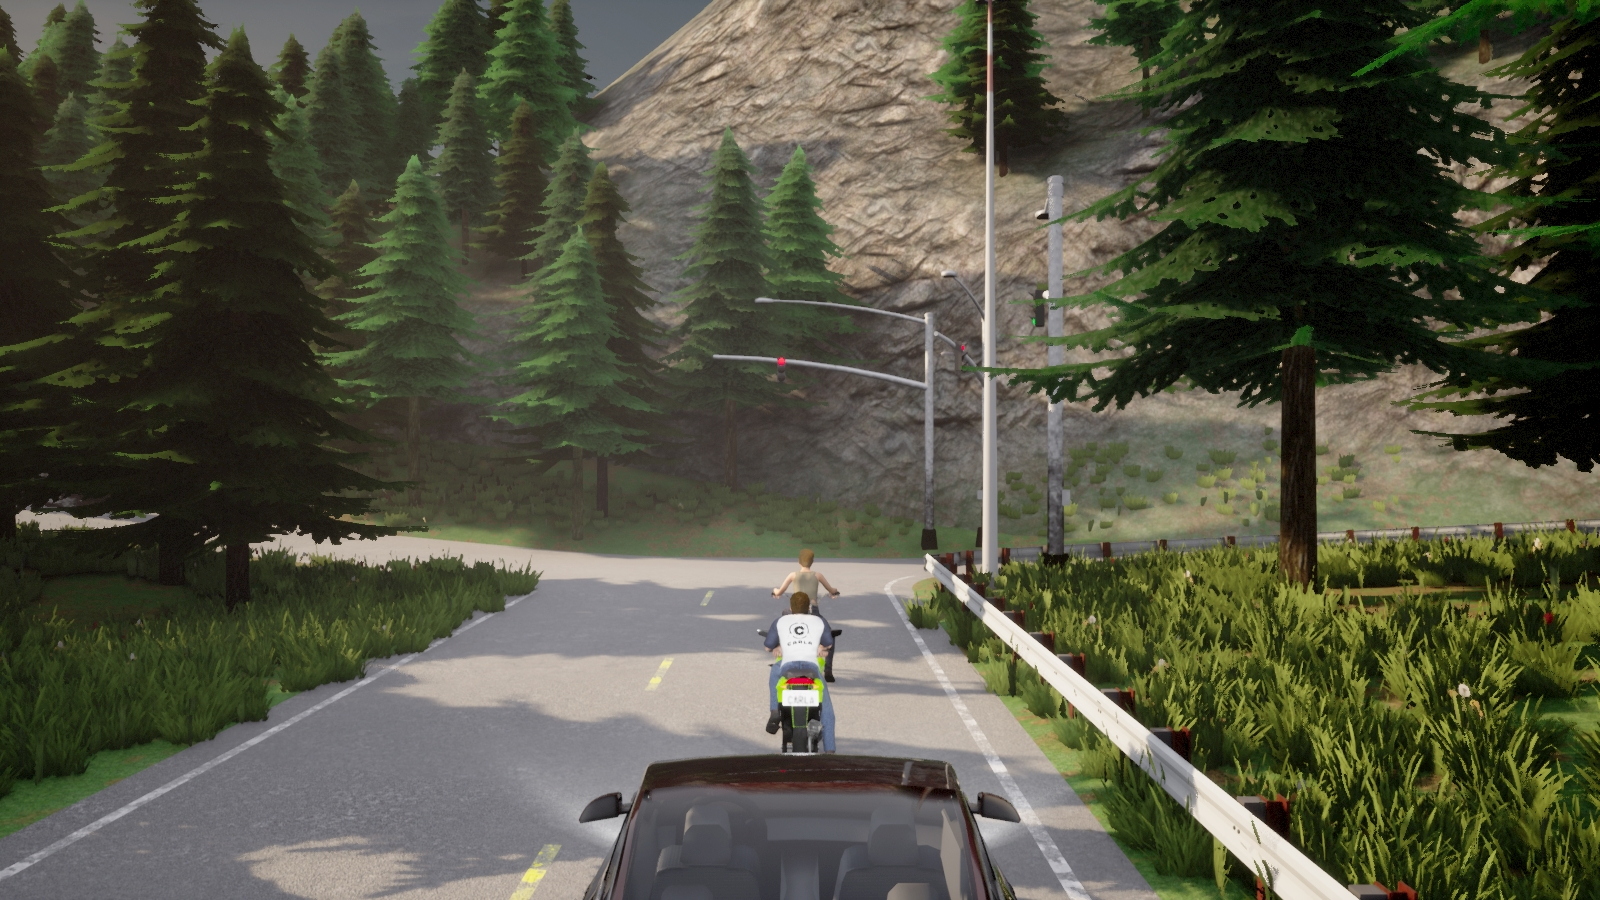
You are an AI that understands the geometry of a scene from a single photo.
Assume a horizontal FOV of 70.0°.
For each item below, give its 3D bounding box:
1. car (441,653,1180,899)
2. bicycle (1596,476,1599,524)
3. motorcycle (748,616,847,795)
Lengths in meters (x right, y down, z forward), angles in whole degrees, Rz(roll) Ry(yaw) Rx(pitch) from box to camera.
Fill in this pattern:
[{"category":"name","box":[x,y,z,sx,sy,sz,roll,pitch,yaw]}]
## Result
[{"category":"car","box":[0.029,2.063,5.012,2.163,1.488,4.792,0,0,0]},{"category":"bicycle","box":[21.727,1.355,29.474,1.835,1.471,0.329,-5,-2,26]},{"category":"motorcycle","box":[-0.020,2.213,10.238,0.803,1.145,2.033,0,0,0]}]
